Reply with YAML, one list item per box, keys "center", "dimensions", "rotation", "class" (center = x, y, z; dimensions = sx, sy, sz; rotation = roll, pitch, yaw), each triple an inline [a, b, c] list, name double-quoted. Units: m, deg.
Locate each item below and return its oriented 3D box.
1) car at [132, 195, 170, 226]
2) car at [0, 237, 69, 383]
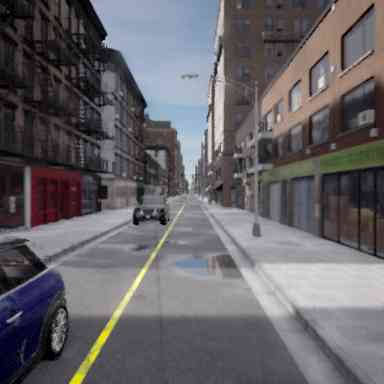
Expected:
- center: [-2.763, 1.241, 23.810]
  dimensions: [2.150, 2.045, 5.566]
  rotation: [0, -1, 0]
  class: "car"
- center: [-2.831, 1.355, 2.915]
  dimensions: [2.097, 1.767, 4.553]
  rotation: [0, 0, 0]
  class: "car"
